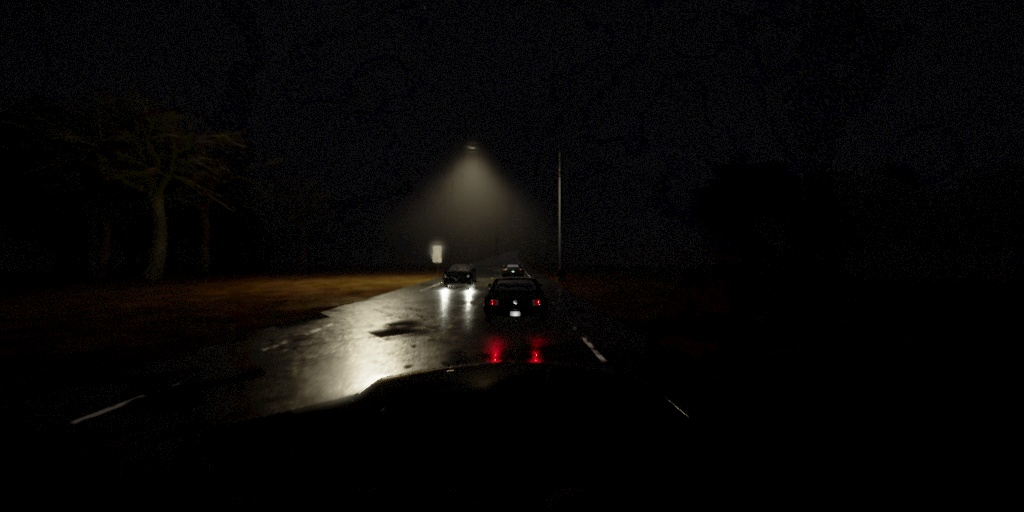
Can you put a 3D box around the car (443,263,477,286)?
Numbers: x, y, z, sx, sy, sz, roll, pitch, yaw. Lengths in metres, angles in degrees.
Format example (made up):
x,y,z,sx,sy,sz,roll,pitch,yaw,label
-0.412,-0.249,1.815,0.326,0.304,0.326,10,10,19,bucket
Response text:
x,y,z,sx,sy,sz,roll,pitch,yaw,label
-3.577,1.237,25.430,1.882,1.535,5.008,0,0,0,car

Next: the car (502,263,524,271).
x,y,z,sx,sy,sz,roll,pitch,yaw,label
0.095,1.327,33.384,1.994,1.385,4.181,0,0,0,car

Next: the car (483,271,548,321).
x,y,z,sx,sy,sz,roll,pitch,yaw,label
0.106,1.355,12.421,1.895,1.301,4.718,0,0,0,car
